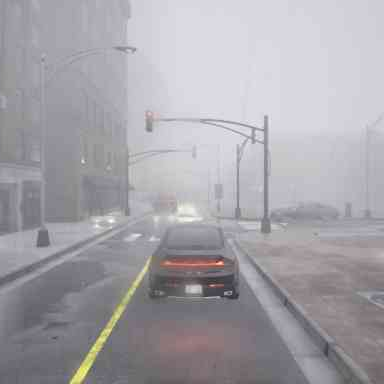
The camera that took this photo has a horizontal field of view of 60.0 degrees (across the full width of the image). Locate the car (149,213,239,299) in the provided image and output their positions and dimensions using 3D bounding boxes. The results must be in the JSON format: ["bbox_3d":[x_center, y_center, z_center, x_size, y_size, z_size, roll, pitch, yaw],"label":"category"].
[{"bbox_3d":[0.060,1.505,8.409,1.837,1.490,4.892,0,0,1],"label":"car"}]

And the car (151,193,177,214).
[{"bbox_3d":[-2.827,1.232,36.506,2.150,2.045,5.566,0,0,1],"label":"car"}]

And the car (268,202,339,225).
[{"bbox_3d":[7.836,1.459,23.551,4.902,1.511,2.128,0,0,-4],"label":"car"}]

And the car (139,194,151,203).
[{"bbox_3d":[-8.388,1.295,70.081,5.566,2.045,2.150,0,0,9],"label":"car"}]
